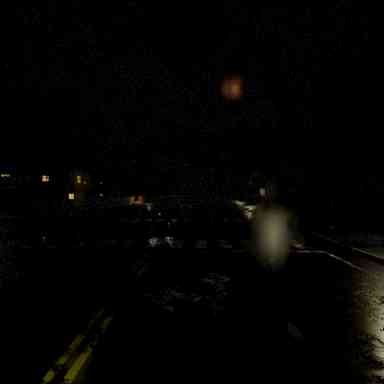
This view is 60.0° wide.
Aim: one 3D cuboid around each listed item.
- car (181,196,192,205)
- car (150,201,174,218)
[{"bbox_3d":[-0.941,1.636,63.201,1.837,1.490,4.892,0,0,4],"label":"car"},{"bbox_3d":[-2.673,1.595,30.554,1.837,1.490,4.892,0,0,2],"label":"car"}]
